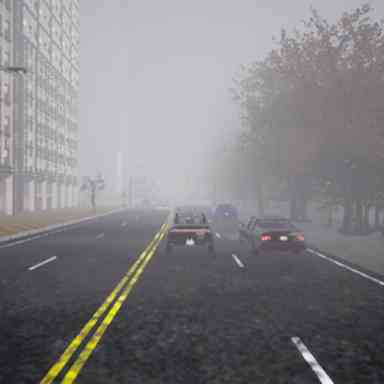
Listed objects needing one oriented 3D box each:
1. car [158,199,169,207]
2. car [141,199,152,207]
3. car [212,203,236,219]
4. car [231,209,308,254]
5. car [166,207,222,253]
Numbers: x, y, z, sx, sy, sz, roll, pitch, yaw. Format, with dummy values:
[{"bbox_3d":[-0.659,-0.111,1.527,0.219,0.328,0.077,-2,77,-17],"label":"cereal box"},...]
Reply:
[{"bbox_3d":[-5.434,2.090,64.162,2.128,1.511,4.902,0,-1,-3],"label":"car"},{"bbox_3d":[-8.679,2.125,64.102,1.812,1.442,4.674,0,0,-3],"label":"car"},{"bbox_3d":[2.788,1.711,29.638,1.882,1.535,5.008,-3,-2,-2],"label":"car"},{"bbox_3d":[3.159,1.677,14.083,2.033,1.411,5.357,0,0,-1],"label":"car"},{"bbox_3d":[-0.093,1.625,14.346,2.128,1.511,4.902,0,0,-1],"label":"car"}]
